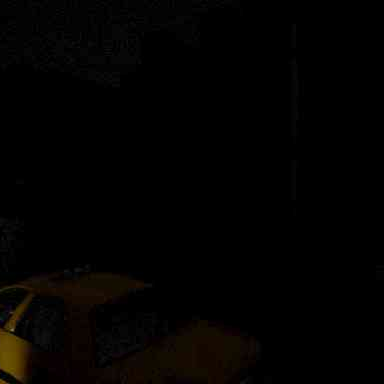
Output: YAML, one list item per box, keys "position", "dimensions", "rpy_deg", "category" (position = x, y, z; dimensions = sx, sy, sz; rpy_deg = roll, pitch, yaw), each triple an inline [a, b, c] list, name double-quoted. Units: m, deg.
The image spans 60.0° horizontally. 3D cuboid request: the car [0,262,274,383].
- position: [-1.529, 1.508, 3.915]
  dimensions: [4.829, 1.417, 1.752]
  rpy_deg: [0, 0, 36]
  category: "car"
